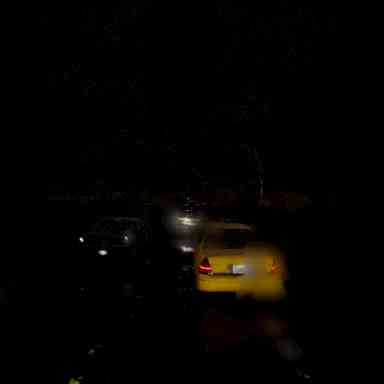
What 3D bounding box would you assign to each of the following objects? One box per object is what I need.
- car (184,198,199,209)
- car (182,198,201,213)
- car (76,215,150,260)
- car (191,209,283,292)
[{"bbox_3d":[-0.091,1.548,46.313,1.994,1.385,4.181,0,0,1],"label":"car"},{"bbox_3d":[-0.017,1.513,37.423,1.812,1.442,4.674,0,0,0],"label":"car"},{"bbox_3d":[-2.782,1.596,12.640,1.895,1.301,4.718,0,0,0],"label":"car"},{"bbox_3d":[0.940,1.452,8.927,1.801,1.575,5.366,0,0,0],"label":"car"}]
